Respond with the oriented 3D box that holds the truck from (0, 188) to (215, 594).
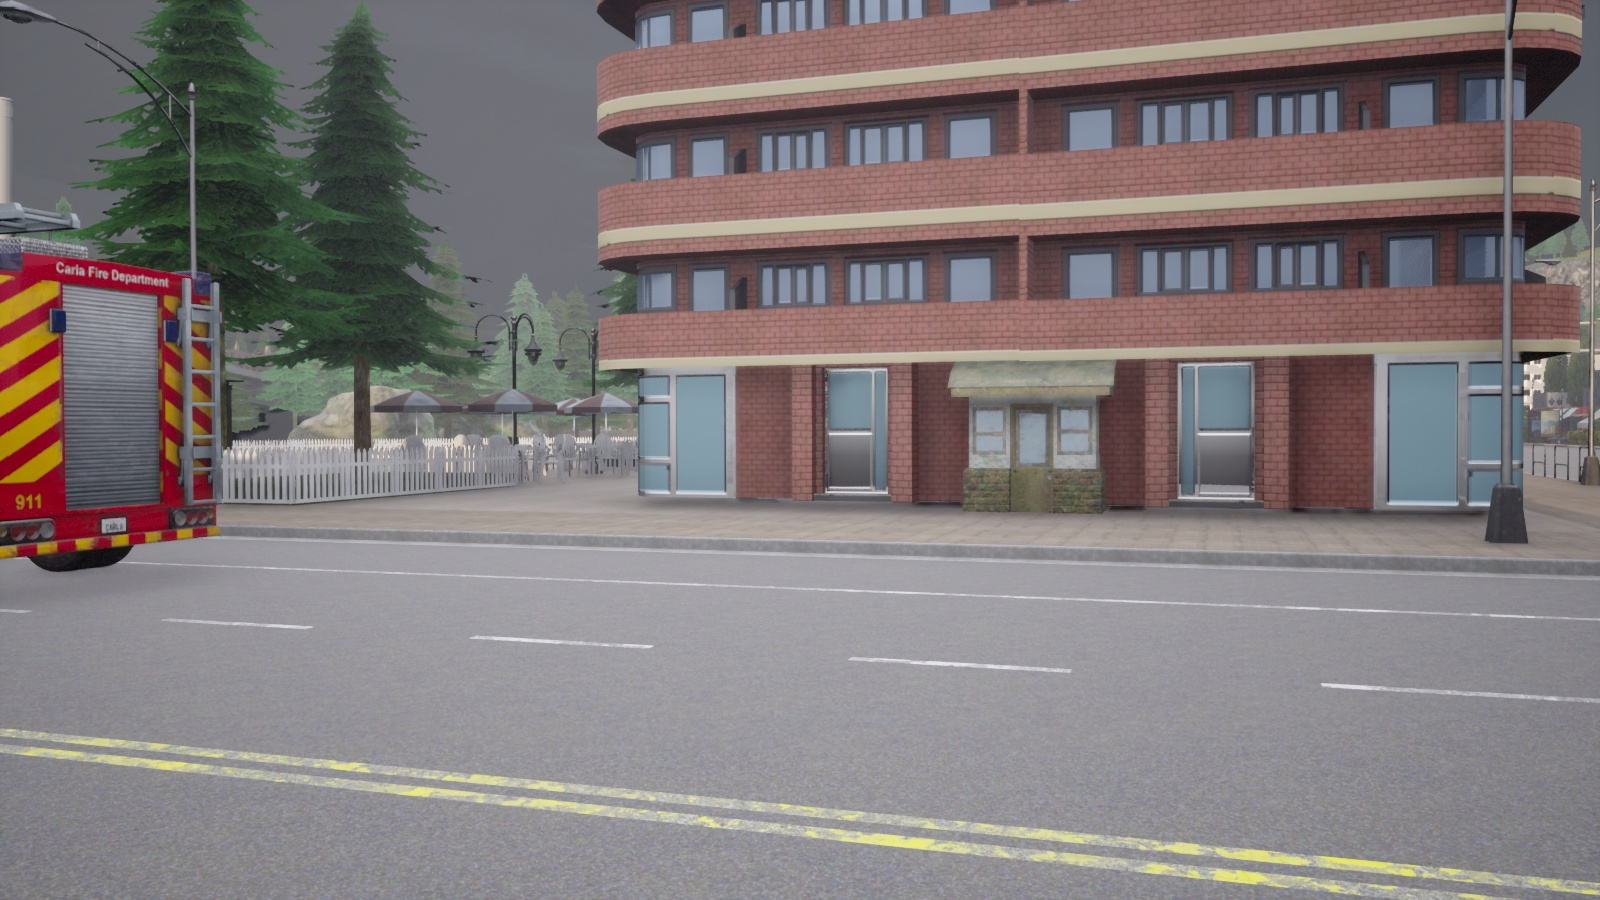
[{"bbox_3d":[-11.161,-0.609,14.312,8.468,3.827,2.891,1,1,19],"label":"truck"}]
